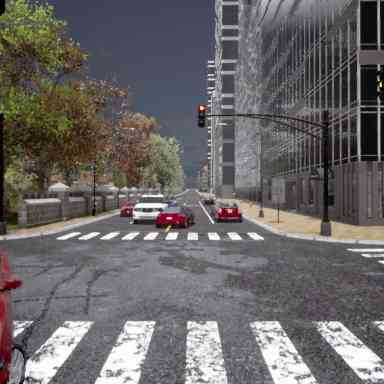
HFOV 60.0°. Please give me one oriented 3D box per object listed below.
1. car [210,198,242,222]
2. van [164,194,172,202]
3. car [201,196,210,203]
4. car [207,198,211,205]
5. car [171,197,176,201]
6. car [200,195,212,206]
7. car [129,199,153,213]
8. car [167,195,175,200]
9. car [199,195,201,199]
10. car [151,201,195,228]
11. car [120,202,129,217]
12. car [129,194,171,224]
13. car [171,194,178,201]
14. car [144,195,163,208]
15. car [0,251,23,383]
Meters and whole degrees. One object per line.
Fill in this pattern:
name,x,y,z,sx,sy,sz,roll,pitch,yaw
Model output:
car,2.747,1.442,25.997,1.967,1.590,4.097,0,0,0
van,-5.523,1.313,77.158,1.690,1.788,3.998,0,0,0
car,2.845,1.506,71.619,1.752,1.417,4.829,0,0,0
car,2.758,1.568,31.678,1.947,1.339,4.313,0,0,0
car,-3.023,1.528,35.631,1.812,1.442,4.674,0,0,0
car,2.807,1.564,54.402,1.947,1.339,4.313,0,0,0
car,-5.610,1.553,37.376,2.008,1.369,4.403,0,0,0
car,-5.500,1.531,88.525,1.802,1.307,4.206,0,0,0
car,2.820,1.434,60.083,1.967,1.590,4.097,0,0,0
car,-1.022,1.565,22.202,1.994,1.385,4.181,0,0,10
car,-5.622,1.547,31.693,1.887,1.381,4.507,0,0,0
car,-3.049,1.223,25.477,2.150,2.045,5.566,0,0,0
car,-2.992,1.354,45.841,2.097,1.767,4.553,0,0,0
car,-5.585,1.316,48.742,2.192,1.841,5.009,0,0,0
car,-3.438,1.479,4.385,1.882,1.535,5.008,2,-1,-29
